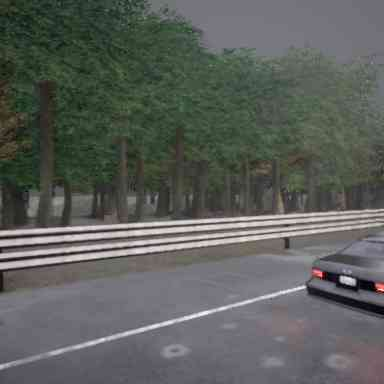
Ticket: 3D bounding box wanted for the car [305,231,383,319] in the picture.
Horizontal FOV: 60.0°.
[{"bbox_3d":[4.709,1.566,7.124,5.357,1.411,2.033,0,0,-35],"label":"car"}]
